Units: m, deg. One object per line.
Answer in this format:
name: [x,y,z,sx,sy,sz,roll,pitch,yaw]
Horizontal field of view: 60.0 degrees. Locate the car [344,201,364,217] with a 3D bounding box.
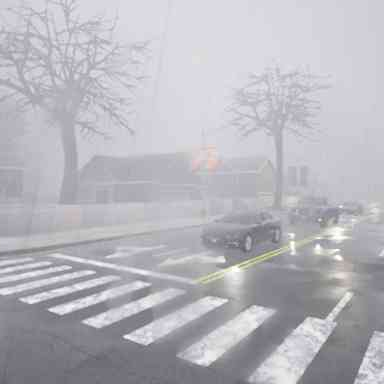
car: [15.215,1.558,32.015,2.033,1.411,5.357,0,0,36]

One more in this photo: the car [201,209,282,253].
car: [2.236,1.525,14.100,1.837,1.490,4.892,0,0,36]

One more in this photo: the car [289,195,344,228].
car: [8.487,1.240,22.745,2.150,2.045,5.566,0,0,36]
